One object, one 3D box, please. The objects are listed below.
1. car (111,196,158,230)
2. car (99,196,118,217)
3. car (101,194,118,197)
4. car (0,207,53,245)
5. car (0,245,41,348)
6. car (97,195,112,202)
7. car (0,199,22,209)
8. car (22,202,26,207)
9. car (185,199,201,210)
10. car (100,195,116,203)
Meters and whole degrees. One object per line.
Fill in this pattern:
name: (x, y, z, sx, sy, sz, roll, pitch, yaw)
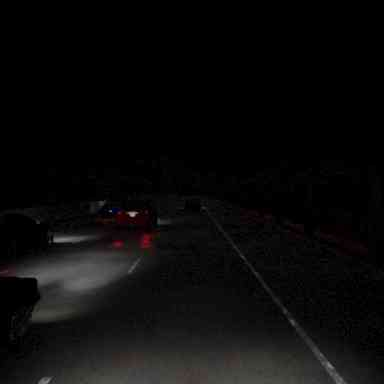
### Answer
car: (-3.396, 1.340, 21.158, 2.097, 1.767, 4.553, 0, 0, 0)
car: (-6.894, 1.460, 30.650, 1.882, 1.535, 5.008, 0, 0, 0)
car: (-14.027, 1.318, 58.681, 2.097, 1.767, 4.553, 0, 0, 1)
car: (-6.897, 1.519, 12.432, 1.812, 1.442, 4.674, 0, 0, 0)
car: (-3.399, 1.599, 3.322, 1.895, 1.301, 4.718, 0, 0, 0)
car: (-20.644, 1.480, 78.865, 2.128, 1.511, 4.902, 0, 0, 2)
car: (-17.593, 1.531, 29.307, 2.033, 1.411, 5.357, 0, 0, 0)
car: (-21.087, 1.526, 38.162, 2.033, 1.411, 5.357, 0, 0, 0)
car: (0.108, 1.539, 42.706, 1.994, 1.385, 4.181, 0, 0, 0)
car: (-17.390, 1.486, 69.294, 2.128, 1.511, 4.902, 0, 0, 1)
